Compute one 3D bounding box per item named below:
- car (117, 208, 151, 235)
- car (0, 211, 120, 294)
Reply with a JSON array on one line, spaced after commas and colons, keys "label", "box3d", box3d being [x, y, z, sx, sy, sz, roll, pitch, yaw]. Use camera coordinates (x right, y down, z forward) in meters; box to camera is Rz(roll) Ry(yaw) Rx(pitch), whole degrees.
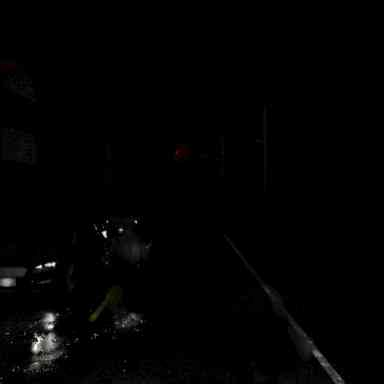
[{"label": "car", "box3d": [-3.556, 1.608, 18.961, 1.895, 1.301, 4.718, 0, 0, 0]}, {"label": "car", "box3d": [-3.604, 1.497, 8.922, 2.128, 1.511, 4.902, 0, 0, 0]}]
